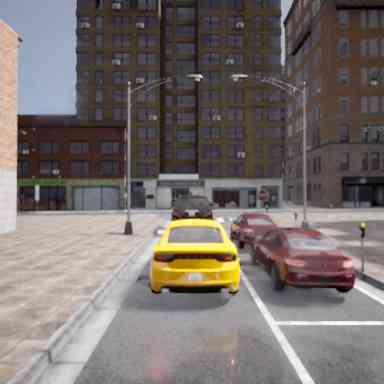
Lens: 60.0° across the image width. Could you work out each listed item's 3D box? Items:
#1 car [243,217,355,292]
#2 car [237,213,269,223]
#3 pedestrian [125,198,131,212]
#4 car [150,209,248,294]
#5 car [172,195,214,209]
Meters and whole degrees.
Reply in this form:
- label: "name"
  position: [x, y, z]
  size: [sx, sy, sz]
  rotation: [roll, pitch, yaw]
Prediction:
- label: "car"
  position: [2.627, 1.556, 8.578]
  size: [1.802, 1.307, 4.206]
  rotation: [1, 0, 0]
- label: "car"
  position: [2.611, 1.542, 14.016]
  size: [1.802, 1.307, 4.206]
  rotation: [1, 0, 0]
- label: "pedestrian"
  position: [-6.928, 1.186, 36.069]
  size: [0.375, 1.860, 0.375]
  rotation: [0, 0, 0]
- label: "car"
  position: [0.065, 1.452, 8.772]
  size: [1.882, 1.535, 5.008]
  rotation: [0, 0, 0]
- label: "car"
  position: [0.046, 1.169, 18.833]
  size: [2.150, 2.045, 5.566]
  rotation: [0, 0, 1]
